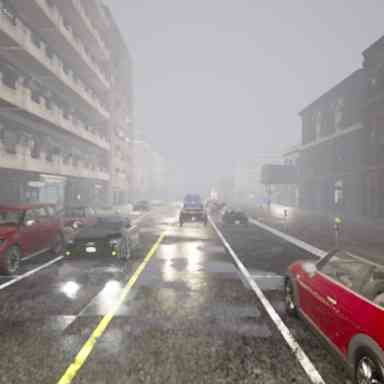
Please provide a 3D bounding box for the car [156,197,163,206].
[{"bbox_3d":[-5.740,1.559,55.869,1.752,1.417,4.829,0,0,0],"label":"car"}]

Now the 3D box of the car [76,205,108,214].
[{"bbox_3d":[-5.708,1.440,16.162,1.967,1.590,4.097,0,0,0],"label":"car"}]

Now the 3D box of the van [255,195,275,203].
[{"bbox_3d":[14.605,1.458,66.817,3.998,1.788,1.690,0,0,0],"label":"van"}]

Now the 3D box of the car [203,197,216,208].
[{"bbox_3d":[2.645,1.552,50.514,1.752,1.417,4.829,0,0,0],"label":"car"}]

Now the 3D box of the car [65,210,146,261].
[{"bbox_3d":[-3.090,1.563,12.158,1.994,1.385,4.181,0,0,0],"label":"car"}]

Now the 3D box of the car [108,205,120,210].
[{"bbox_3d":[-5.712,1.553,21.859,2.008,1.369,4.403,0,0,0],"label":"car"}]

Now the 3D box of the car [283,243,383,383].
[{"bbox_3d":[2.681,1.440,4.771,1.967,1.590,4.097,0,0,0],"label":"car"}]

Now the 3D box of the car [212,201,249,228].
[{"bbox_3d":[2.668,1.553,21.861,2.008,1.369,4.403,0,0,0],"label":"car"}]

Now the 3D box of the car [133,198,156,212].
[{"bbox_3d":[-5.726,1.579,38.949,1.947,1.339,4.313,0,0,0],"label":"car"}]

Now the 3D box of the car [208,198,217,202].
[{"bbox_3d":[2.659,1.554,33.253,1.887,1.381,4.507,0,0,0],"label":"car"}]

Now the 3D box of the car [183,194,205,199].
[{"bbox_3d":[0.068,1.239,40.329,2.150,2.045,5.566,0,0,0],"label":"car"}]

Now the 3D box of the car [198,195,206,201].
[{"bbox_3d":[2.614,1.529,88.513,1.967,1.590,4.097,0,0,0],"label":"car"}]

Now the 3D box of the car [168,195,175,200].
[{"bbox_3d":[-5.771,1.652,94.191,2.008,1.369,4.403,0,0,0],"label":"car"}]

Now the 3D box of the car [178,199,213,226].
[{"bbox_3d":[0.084,1.492,23.268,2.128,1.511,4.902,0,0,0],"label":"car"}]

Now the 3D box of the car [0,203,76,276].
[{"bbox_3d":[-5.705,1.314,10.465,2.192,1.841,5.009,0,0,0],"label":"car"}]
